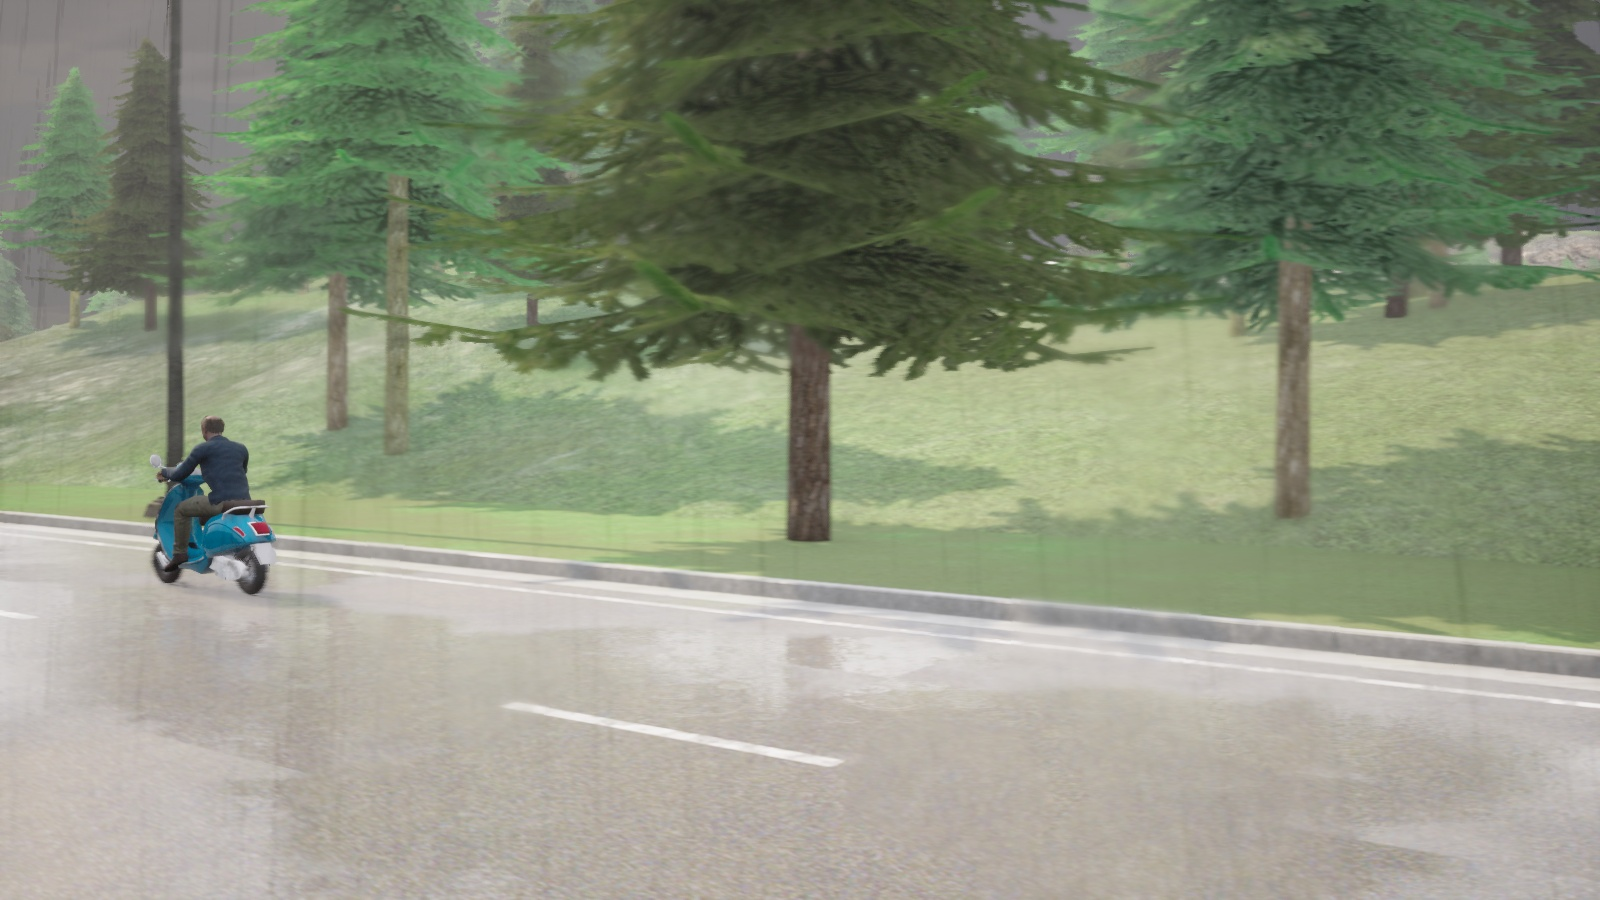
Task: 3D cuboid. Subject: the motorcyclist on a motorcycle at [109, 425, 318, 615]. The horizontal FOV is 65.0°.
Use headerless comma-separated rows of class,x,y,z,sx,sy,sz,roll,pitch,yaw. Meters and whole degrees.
motorcyclist on a motorcycle,-5.315,0.578,11.356,1.817,1.590,0.866,0,1,34
